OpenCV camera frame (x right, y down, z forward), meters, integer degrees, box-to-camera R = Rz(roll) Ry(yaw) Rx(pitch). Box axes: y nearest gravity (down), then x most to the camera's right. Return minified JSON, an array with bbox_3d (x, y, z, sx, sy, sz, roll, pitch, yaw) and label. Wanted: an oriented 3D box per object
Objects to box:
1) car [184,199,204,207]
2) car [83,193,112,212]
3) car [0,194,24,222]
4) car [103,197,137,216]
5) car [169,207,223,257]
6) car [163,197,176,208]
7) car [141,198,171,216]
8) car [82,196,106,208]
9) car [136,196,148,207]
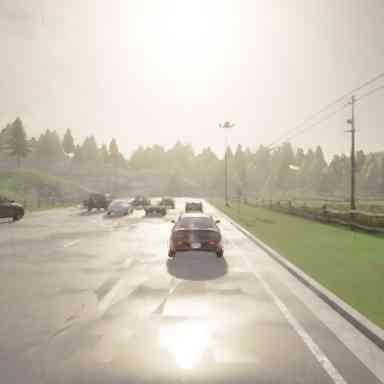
[{"bbox_3d":[0.205,1.455,35.726,2.128,1.511,4.902,0,0,0],"label":"car"},{"bbox_3d":[-10.286,1.152,38.170,2.150,2.045,5.566,0,0,0],"label":"car"},{"bbox_3d":[-13.834,1.159,22.839,2.150,2.045,5.566,0,0,0],"label":"car"},{"bbox_3d":[-6.901,1.472,32.309,1.812,1.442,4.674,0,0,0],"label":"car"},{"bbox_3d":[0.133,1.513,12.795,1.812,1.442,4.674,0,0,0],"label":"car"},{"bbox_3d":[-3.316,1.449,46.209,1.837,1.490,4.892,0,0,1],"label":"car"},{"bbox_3d":[-3.400,1.558,32.369,1.895,1.301,4.718,0,0,0],"label":"car"},{"bbox_3d":[-13.760,1.389,46.902,1.882,1.535,5.008,0,0,0],"label":"car"},{"bbox_3d":[-6.816,1.284,46.053,2.097,1.767,4.553,0,0,1],"label":"car"}]
